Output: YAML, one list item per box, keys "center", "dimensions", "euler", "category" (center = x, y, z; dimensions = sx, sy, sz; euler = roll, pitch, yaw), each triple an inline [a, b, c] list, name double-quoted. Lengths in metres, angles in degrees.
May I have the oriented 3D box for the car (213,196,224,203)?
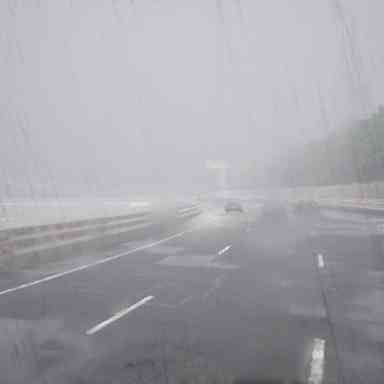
- center: [5.585, 1.587, 72.554]
  dimensions: [2.128, 1.511, 4.902]
  euler: [-1, 0, -17]
  category: "car"

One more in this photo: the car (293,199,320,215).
- center: [11.232, 1.436, 32.914]
  dimensions: [2.128, 1.511, 4.902]
  euler: [-1, 0, 8]
  category: "car"

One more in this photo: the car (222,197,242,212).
- center: [4.942, 1.666, 39.920]
  dimensions: [1.994, 1.385, 4.181]
  euler: [-1, 0, 4]
  category: "car"

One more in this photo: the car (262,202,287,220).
- center: [7.004, 1.553, 28.396]
  dimensions: [2.033, 1.411, 5.357]
  euler: [-1, 0, 10]
  category: "car"

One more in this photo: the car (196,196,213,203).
- center: [2.187, 1.650, 71.719]
  dimensions: [2.128, 1.511, 4.902]
  euler: [-1, 0, -17]
  category: "car"
